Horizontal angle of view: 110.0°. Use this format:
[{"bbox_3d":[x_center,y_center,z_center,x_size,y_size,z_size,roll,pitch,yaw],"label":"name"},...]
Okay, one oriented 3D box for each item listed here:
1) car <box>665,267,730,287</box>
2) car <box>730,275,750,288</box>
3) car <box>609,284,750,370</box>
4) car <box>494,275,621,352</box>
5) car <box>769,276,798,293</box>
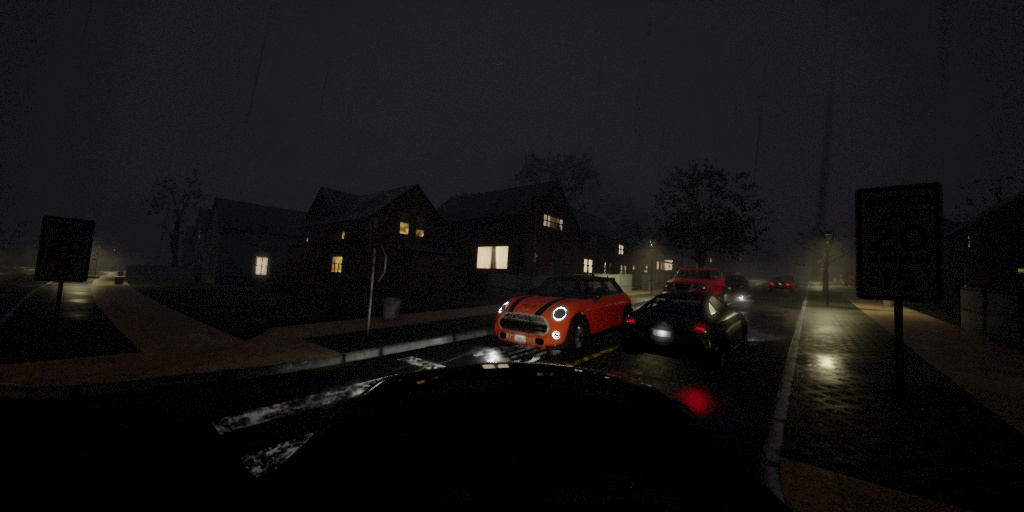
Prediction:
[{"bbox_3d":[10.519,1.668,20.478,2.150,2.045,5.566,0,-2,41],"label":"car"},{"bbox_3d":[19.007,2.402,30.611,1.837,1.490,4.892,0,-1,40],"label":"car"},{"bbox_3d":[4.208,1.545,8.515,1.994,1.385,4.181,0,-2,40],"label":"car"},{"bbox_3d":[1.583,1.321,9.744,2.097,1.767,4.553,0,-2,38],"label":"car"},{"bbox_3d":[25.734,2.674,34.151,2.033,1.411,5.357,0,-2,40],"label":"car"}]
